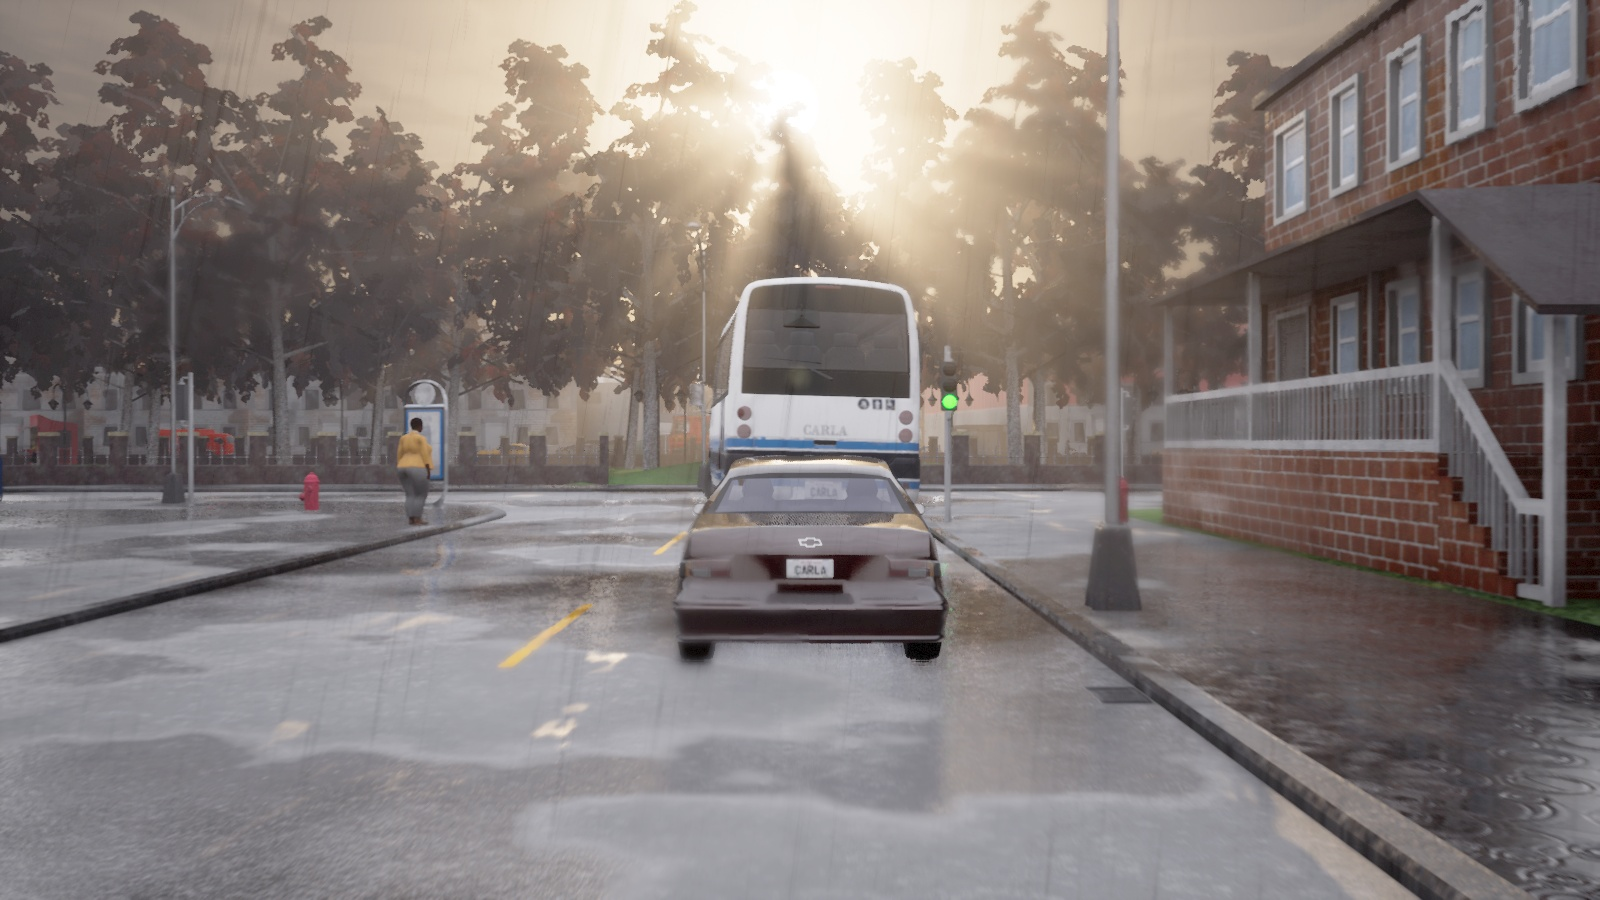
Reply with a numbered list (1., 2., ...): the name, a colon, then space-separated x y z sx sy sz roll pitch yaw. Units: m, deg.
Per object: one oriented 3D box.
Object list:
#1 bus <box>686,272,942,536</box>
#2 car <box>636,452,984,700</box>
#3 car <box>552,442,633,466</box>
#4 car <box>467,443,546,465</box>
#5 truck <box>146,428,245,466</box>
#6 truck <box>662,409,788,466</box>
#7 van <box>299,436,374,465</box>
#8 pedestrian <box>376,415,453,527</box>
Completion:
1. bus: -0.208 -0.765 25.899 3.944 4.253 10.273 2 0 -6
2. car: 0.073 0.742 10.032 2.033 1.411 5.357 0 0 0
3. car: -13.508 0.264 81.992 4.902 1.511 2.128 0 0 0
4. car: -20.088 0.259 86.017 5.008 1.535 1.882 0 0 0
5. truck: -39.478 -0.201 82.085 5.204 2.467 2.627 0 0 0
6. truck: -5.049 -0.871 85.946 8.468 3.827 2.891 0 0 0
7. van: -31.743 0.024 86.058 4.442 1.987 1.775 0 0 0
8. pedestrian: -6.581 0.339 21.437 0.874 1.855 0.900 0 0 32
